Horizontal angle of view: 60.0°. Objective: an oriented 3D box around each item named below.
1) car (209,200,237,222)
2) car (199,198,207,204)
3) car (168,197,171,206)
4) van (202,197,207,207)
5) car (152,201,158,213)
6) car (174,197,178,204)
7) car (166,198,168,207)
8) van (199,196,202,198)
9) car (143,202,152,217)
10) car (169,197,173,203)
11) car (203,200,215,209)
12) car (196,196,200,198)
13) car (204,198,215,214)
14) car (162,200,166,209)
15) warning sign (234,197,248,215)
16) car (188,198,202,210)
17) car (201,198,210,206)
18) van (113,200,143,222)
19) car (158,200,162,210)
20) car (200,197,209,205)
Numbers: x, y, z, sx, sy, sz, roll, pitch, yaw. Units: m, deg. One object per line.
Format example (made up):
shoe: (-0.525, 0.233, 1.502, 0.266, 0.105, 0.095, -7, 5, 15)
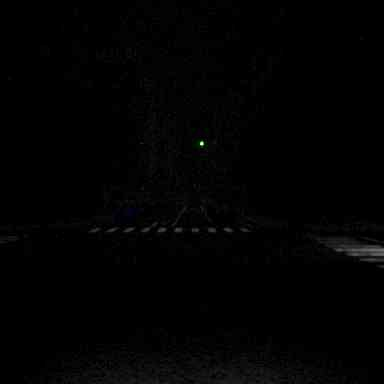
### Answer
car: (2.787, 1.735, 29.304, 1.967, 1.590, 4.097, 0, -1, 0)
car: (3.013, 2.470, 91.662, 1.947, 1.339, 4.313, 0, -1, 0)
car: (-5.615, 2.198, 63.340, 1.947, 1.339, 4.313, 0, -1, 0)
van: (2.869, 1.863, 51.981, 1.690, 1.788, 3.998, 0, -1, 0)
car: (-5.697, 1.974, 40.668, 1.947, 1.339, 4.313, 0, -1, 0)
car: (-5.533, 2.164, 86.014, 2.192, 1.841, 5.009, 0, -1, 0)
car: (-5.637, 2.100, 57.502, 1.752, 1.417, 4.829, 0, -1, 0)
van: (2.931, 2.028, 68.988, 1.690, 1.788, 3.998, 0, -1, 0)
car: (-5.718, 1.792, 35.001, 1.967, 1.590, 4.097, 0, -1, 0)
car: (-5.595, 2.231, 69.007, 1.887, 1.381, 4.507, 0, -1, 0)
car: (2.890, 2.104, 57.818, 1.752, 1.417, 4.829, 0, -1, 0)
car: (0.280, 2.055, 70.395, 2.097, 1.767, 4.553, 0, -1, 0)
car: (2.828, 1.849, 40.642, 1.967, 1.590, 4.097, 0, -1, 0)
car: (-5.657, 2.087, 52.004, 1.947, 1.339, 4.313, 0, -1, 0)
warning sign: (5.210, 1.471, 35.293, 1.300, 1.860, 1.060, 0, 0, 0)
car: (0.309, 2.066, 53.823, 1.812, 1.442, 4.674, 0, -1, 0)
car: (2.951, 2.182, 74.656, 1.967, 1.590, 4.097, 0, -1, 0)
van: (-5.739, 1.636, 29.334, 1.690, 1.788, 3.998, 0, -1, 0)
car: (-5.677, 2.047, 46.336, 1.802, 1.307, 4.206, 0, -1, 0)
car: (2.971, 2.111, 80.326, 2.192, 1.841, 5.009, 0, -1, 0)
